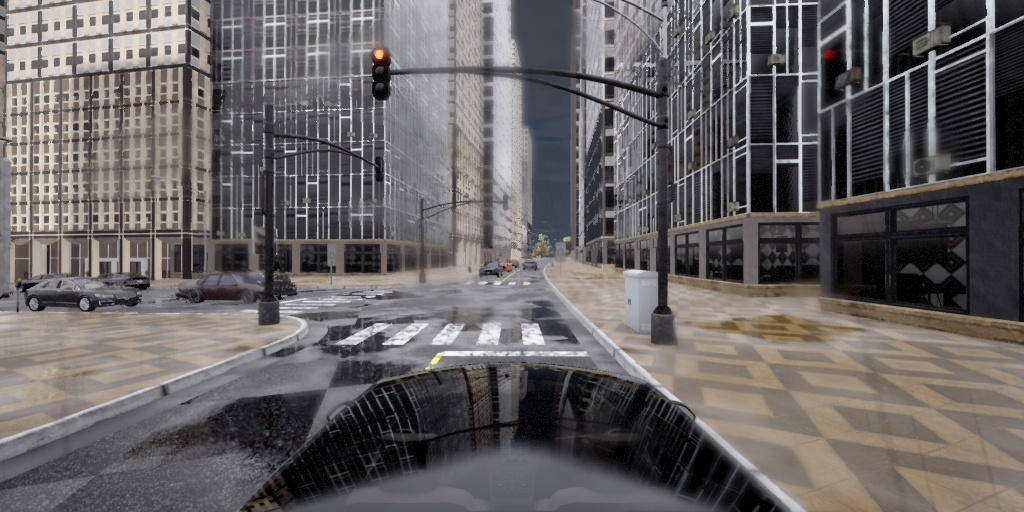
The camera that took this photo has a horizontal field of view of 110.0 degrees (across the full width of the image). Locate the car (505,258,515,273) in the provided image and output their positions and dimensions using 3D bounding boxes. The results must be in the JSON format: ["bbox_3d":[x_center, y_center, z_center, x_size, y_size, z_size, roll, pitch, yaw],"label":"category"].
[{"bbox_3d":[-1.183,1.074,43.786,2.097,1.767,4.553,0,0,5],"label":"car"}]

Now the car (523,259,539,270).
[{"bbox_3d":[2.615,1.201,50.124,2.128,1.511,4.902,0,0,6],"label":"car"}]

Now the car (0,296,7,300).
[{"bbox_3d":[-30.480,1.783,19.815,4.674,1.442,1.812,-1,0,9],"label":"car"}]

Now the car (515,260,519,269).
[{"bbox_3d":[0.066,1.248,56.374,2.033,1.411,5.357,0,0,7],"label":"car"}]

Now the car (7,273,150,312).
[{"bbox_3d":[-18.127,1.567,15.228,4.403,1.370,2.007,0,0,9],"label":"car"}]

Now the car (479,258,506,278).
[{"bbox_3d":[-1.924,1.238,34.207,1.837,1.490,4.892,0,0,4],"label":"car"}]

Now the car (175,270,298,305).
[{"bbox_3d":[-12.990,1.491,16.935,5.357,1.411,2.033,-1,0,12],"label":"car"}]
